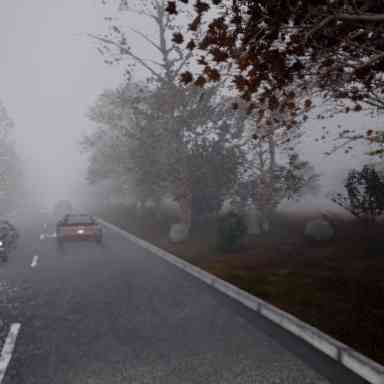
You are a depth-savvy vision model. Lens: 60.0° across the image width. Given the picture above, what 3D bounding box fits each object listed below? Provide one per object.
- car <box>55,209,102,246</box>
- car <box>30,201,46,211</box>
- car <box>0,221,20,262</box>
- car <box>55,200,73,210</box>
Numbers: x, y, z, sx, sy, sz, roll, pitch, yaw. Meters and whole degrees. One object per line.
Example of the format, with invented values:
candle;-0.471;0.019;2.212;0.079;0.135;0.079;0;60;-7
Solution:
car;-5.676;1.747;16.567;1.994;1.385;4.181;-1;0;-22
car;-23.973;2.164;51.887;1.994;1.385;4.181;-1;0;-22
car;-7.750;1.799;12.596;1.895;1.301;4.718;-1;0;-22
car;-16.467;1.805;42.665;2.097;1.767;4.553;-1;0;-23
